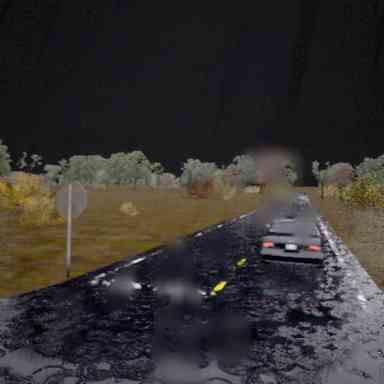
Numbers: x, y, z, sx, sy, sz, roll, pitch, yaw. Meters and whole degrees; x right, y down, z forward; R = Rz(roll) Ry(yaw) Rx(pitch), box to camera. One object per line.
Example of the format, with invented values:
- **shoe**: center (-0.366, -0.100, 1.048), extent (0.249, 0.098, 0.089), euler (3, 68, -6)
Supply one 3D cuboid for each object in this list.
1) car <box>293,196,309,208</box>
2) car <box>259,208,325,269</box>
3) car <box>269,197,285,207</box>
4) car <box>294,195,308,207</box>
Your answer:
- **car**: center (14.144, 1.333, 43.147), extent (2.128, 1.511, 4.902), euler (1, 1, 19)
- **car**: center (3.427, 1.500, 11.215), extent (2.033, 1.411, 5.357), euler (1, 1, 18)
- **car**: center (11.731, 1.366, 45.521), extent (1.895, 1.301, 4.718), euler (1, 1, 18)
- **car**: center (16.433, 1.290, 50.117), extent (1.882, 1.535, 5.008), euler (1, 1, 18)
